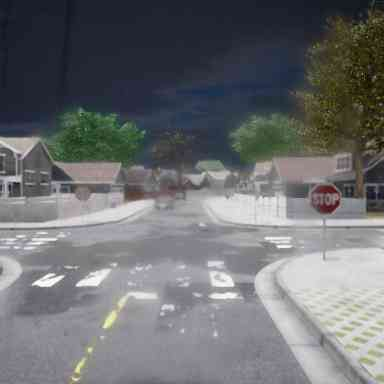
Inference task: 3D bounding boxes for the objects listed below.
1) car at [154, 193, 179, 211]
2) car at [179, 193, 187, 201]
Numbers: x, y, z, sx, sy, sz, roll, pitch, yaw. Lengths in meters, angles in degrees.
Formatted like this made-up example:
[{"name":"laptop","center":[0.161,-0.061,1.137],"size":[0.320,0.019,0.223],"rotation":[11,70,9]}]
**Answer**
[{"name":"car","center":[-2.753,1.118,33.792],"size":[2.128,1.511,4.902],"rotation":[0,2,0]},{"name":"car","center":[-2.082,0.847,56.859],"size":[1.994,1.385,4.181],"rotation":[0,1,7]}]
